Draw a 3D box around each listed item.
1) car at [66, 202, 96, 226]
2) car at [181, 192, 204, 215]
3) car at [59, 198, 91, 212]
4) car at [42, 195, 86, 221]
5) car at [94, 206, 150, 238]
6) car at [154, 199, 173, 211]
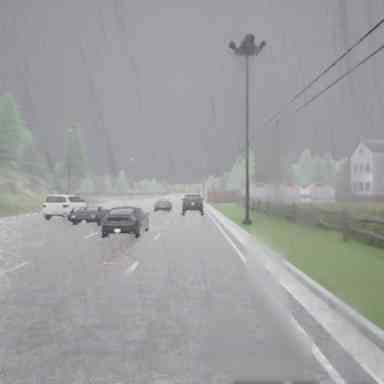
[{"bbox_3d":[-6.904,1.605,23.427,1.895,1.301,4.718,0,0,0],"label":"car"},{"bbox_3d":[0.076,1.229,34.522,2.150,2.045,5.566,0,0,0],"label":"car"},{"bbox_3d":[-13.932,1.499,39.838,2.128,1.511,4.902,0,0,0],"label":"car"},{"bbox_3d":[-10.409,1.228,27.713,2.150,2.045,5.566,0,0,0],"label":"car"},{"bbox_3d":[-3.401,1.508,17.560,1.837,1.490,4.892,0,0,0],"label":"car"},{"bbox_3d":[-3.433,1.571,40.405,1.994,1.385,4.181,0,0,0],"label":"car"}]
